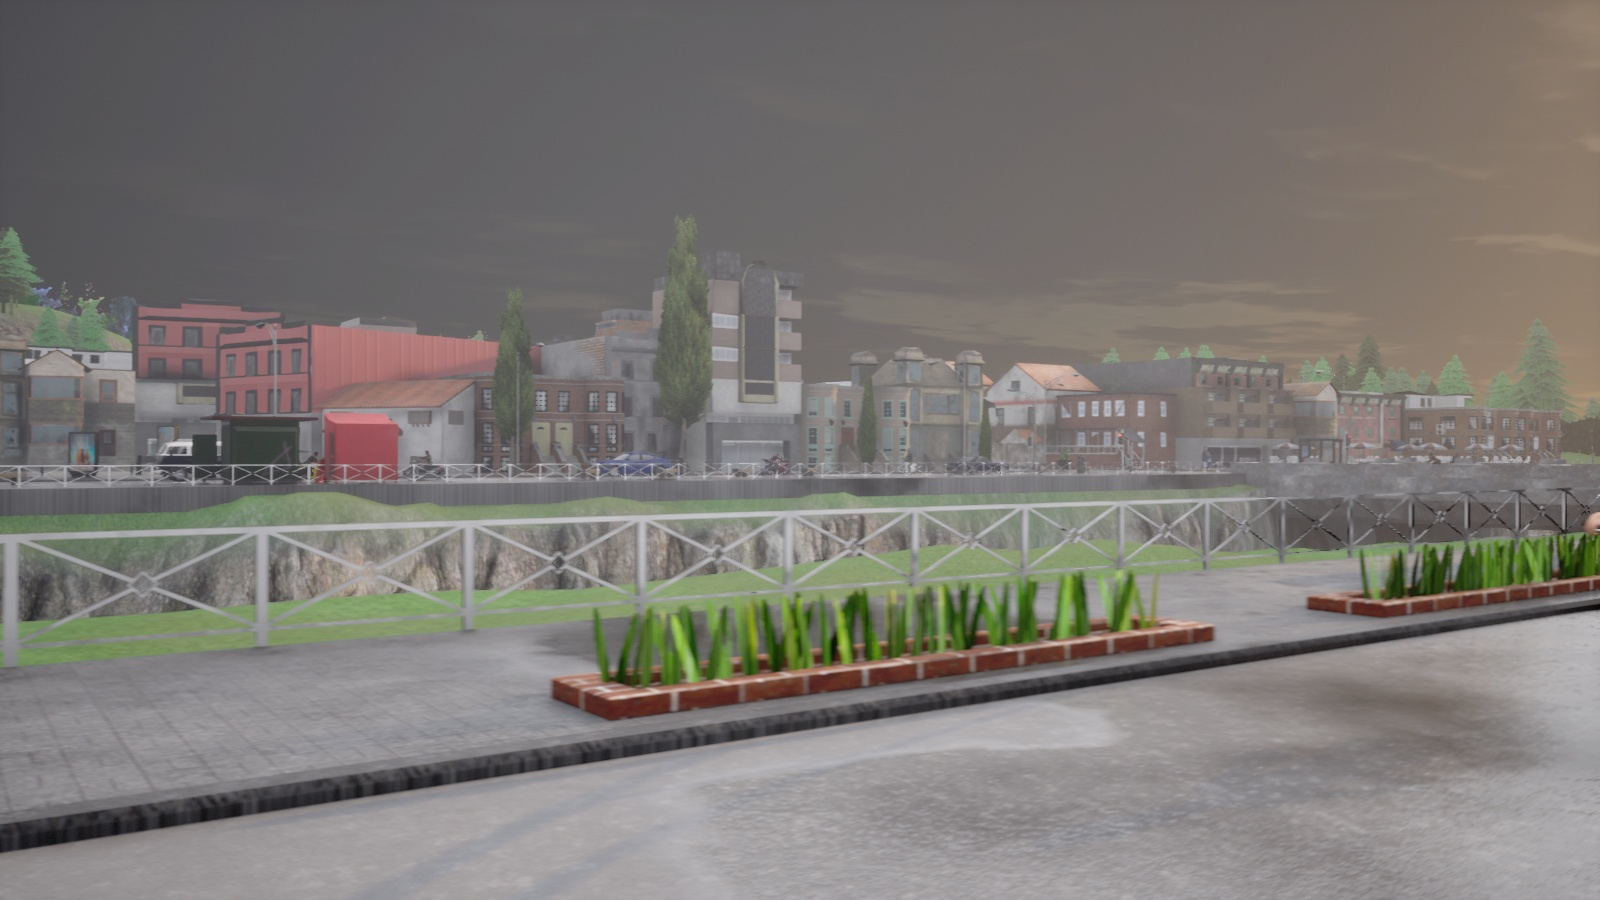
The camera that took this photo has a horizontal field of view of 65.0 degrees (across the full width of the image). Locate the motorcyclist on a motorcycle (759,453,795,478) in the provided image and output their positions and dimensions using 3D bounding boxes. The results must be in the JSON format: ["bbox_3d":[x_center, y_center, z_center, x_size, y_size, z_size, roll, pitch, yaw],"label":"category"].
[{"bbox_3d":[-1.431,0.976,78.491,2.191,1.530,0.866,0,0,-35],"label":"motorcyclist on a motorcycle"}]

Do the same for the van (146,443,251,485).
[{"bbox_3d":[-30.274,0.688,63.253,4.480,2.038,2.069,0,0,-35],"label":"van"}]

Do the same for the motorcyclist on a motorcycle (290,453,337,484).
[{"bbox_3d":[-24.231,0.932,62.591,2.044,1.523,0.797,0,0,-35],"label":"motorcyclist on a motorcycle"}]

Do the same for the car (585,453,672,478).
[{"bbox_3d":[-10.489,0.934,77.019,5.008,1.535,1.882,0,0,-34],"label":"car"}]

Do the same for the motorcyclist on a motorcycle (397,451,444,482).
[{"bbox_3d":[-21.044,0.911,69.691,2.350,1.649,0.766,0,0,-35],"label":"motorcyclist on a motorcycle"}]

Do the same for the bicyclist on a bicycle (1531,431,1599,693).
[{"bbox_3d":[5.559,0.690,8.129,1.509,1.612,0.866,0,0,-34],"label":"bicyclist on a bicycle"}]

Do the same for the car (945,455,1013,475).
[{"bbox_3d":[12.592,1.036,88.272,4.718,1.301,1.895,0,0,-35],"label":"car"}]
